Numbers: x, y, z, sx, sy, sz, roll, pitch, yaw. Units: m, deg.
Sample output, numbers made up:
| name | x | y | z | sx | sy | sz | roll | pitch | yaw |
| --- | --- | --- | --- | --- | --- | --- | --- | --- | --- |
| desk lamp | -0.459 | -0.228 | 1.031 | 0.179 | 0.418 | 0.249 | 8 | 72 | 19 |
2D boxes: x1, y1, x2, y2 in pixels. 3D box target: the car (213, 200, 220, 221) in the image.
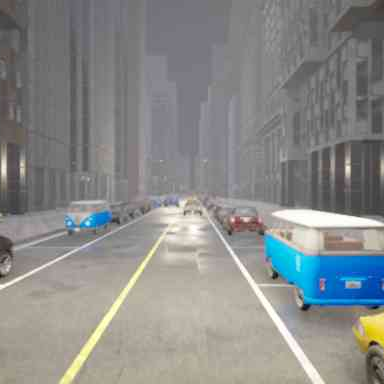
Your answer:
| name | x | y | z | sx | sy | sz | roll | pitch | yaw |
| --- | --- | --- | --- | --- | --- | --- | --- | --- | --- |
| car | 2.751 | 1.568 | 24.619 | 1.752 | 1.417 | 4.829 | 0 | 0 | 0 |

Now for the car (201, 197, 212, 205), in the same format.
| name | x | y | z | sx | sy | sz | roll | pitch | yaw |
| --- | --- | --- | --- | --- | --- | --- | --- | --- | --- |
| car | 2.738 | 1.678 | 63.903 | 1.947 | 1.339 | 4.313 | 0 | 0 | 0 |

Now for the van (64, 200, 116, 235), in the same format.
| name | x | y | z | sx | sy | sz | roll | pitch | yaw |
| --- | --- | --- | --- | --- | --- | --- | --- | --- | --- |
| van | -5.772 | 1.373 | 18.798 | 1.690 | 1.788 | 3.998 | 0 | 0 | 0 |

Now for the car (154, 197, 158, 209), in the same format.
| name | x | y | z | sx | sy | sz | roll | pitch | yaw |
| --- | --- | --- | --- | --- | --- | --- | --- | --- | --- |
| car | -5.779 | 1.616 | 41.345 | 1.887 | 1.381 | 4.507 | 0 | 0 | 0 |

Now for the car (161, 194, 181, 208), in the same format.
| name | x | y | z | sx | sy | sz | roll | pitch | yaw |
| --- | --- | --- | --- | --- | --- | --- | --- | --- | --- |
| car | -3.085 | 1.310 | 50.983 | 2.150 | 2.045 | 5.566 | 0 | 0 | 0 |

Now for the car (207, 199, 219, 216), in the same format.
| name | x | y | z | sx | sy | sz | roll | pitch | yaw |
| --- | --- | --- | --- | --- | --- | --- | --- | --- | --- |
| car | 2.749 | 1.603 | 30.085 | 2.008 | 1.369 | 4.403 | 0 | 0 | 0 |

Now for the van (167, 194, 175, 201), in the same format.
| name | x | y | z | sx | sy | sz | roll | pitch | yaw |
| --- | --- | --- | --- | --- | --- | --- | --- | --- | --- |
| van | -5.798 | 1.508 | 92.075 | 1.690 | 1.788 | 3.998 | 0 | 0 | 0 |

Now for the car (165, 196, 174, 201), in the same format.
| name | x | y | z | sx | sy | sz | roll | pitch | yaw |
| --- | --- | --- | --- | --- | --- | --- | --- | --- | --- |
| car | -5.795 | 1.705 | 86.437 | 2.008 | 1.369 | 4.403 | 0 | 0 | 0 |

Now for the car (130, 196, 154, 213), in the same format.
| name | x | y | z | sx | sy | sz | roll | pitch | yaw |
| --- | --- | --- | --- | --- | --- | --- | --- | --- | --- |
| car | -5.778 | 1.376 | 35.708 | 2.192 | 1.841 | 5.009 | 0 | 0 | 0 |

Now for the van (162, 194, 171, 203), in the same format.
| name | x | y | z | sx | sy | sz | roll | pitch | yaw |
| --- | --- | --- | --- | --- | --- | --- | --- | --- | --- |
| van | -5.792 | 1.473 | 75.165 | 1.690 | 1.788 | 3.998 | 0 | 0 | 0 |

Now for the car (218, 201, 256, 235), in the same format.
| name | x | y | z | sx | sy | sz | roll | pitch | yaw |
| --- | --- | --- | --- | --- | --- | --- | --- | --- | --- |
| car | 2.753 | 1.473 | 18.813 | 1.967 | 1.590 | 4.097 | 0 | 0 | 0 |

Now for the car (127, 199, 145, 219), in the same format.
| name | x | y | z | sx | sy | sz | roll | pitch | yaw |
| --- | --- | --- | --- | --- | --- | --- | --- | --- | --- |
| car | -5.775 | 1.617 | 30.071 | 1.947 | 1.339 | 4.313 | 0 | 0 | 0 |

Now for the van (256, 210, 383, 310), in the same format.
| name | x | y | z | sx | sy | sz | roll | pitch | yaw |
| --- | --- | --- | --- | --- | --- | --- | --- | --- | --- |
| van | 2.757 | 1.354 | 7.540 | 1.690 | 1.788 | 3.998 | 0 | 0 | 0 |

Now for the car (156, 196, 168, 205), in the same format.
| name | x | y | z | sx | sy | sz | roll | pitch | yaw |
| --- | --- | --- | --- | --- | --- | --- | --- | --- | --- |
| car | -5.788 | 1.551 | 63.892 | 1.967 | 1.590 | 4.097 | 0 | 0 | 0 |

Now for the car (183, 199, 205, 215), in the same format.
| name | x | y | z | sx | sy | sz | roll | pitch | yaw |
| --- | --- | --- | --- | --- | --- | --- | --- | --- | --- |
| car | 0.083 | 1.661 | 35.087 | 1.895 | 1.301 | 4.718 | 0 | 0 | 0 |

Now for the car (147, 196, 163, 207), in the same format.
| name | x | y | z | sx | sy | sz | roll | pitch | yaw |
| --- | --- | --- | --- | --- | --- | --- | --- | --- | --- |
| car | -5.784 | 1.531 | 52.618 | 1.967 | 1.590 | 4.097 | 0 | 0 | 0 |

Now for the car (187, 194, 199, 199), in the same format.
| name | x | y | z | sx | sy | sz | roll | pitch | yaw |
| --- | --- | --- | --- | --- | --- | --- | --- | --- | --- |
| car | -0.014 | 1.575 | 55.631 | 1.882 | 1.535 | 5.008 | 0 | 0 | 0 |

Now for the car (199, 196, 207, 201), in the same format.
| name | x | y | z | sx | sy | sz | roll | pitch | yaw |
| --- | --- | --- | --- | --- | --- | --- | --- | --- | --- |
| car | 2.730 | 1.721 | 86.447 | 1.947 | 1.339 | 4.313 | 0 | 0 | 0 |

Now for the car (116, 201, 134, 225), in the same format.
| name | x | y | z | sx | sy | sz | roll | pitch | yaw |
| --- | --- | --- | --- | --- | --- | --- | --- | --- | --- |
| car | -5.774 | 1.607 | 24.434 | 1.947 | 1.339 | 4.313 | 0 | 0 | 0 |

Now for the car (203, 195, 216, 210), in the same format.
| name | x | y | z | sx | sy | sz | roll | pitch | yaw |
| --- | --- | --- | --- | --- | --- | --- | --- | --- | --- |
| car | 2.745 | 1.512 | 41.357 | 1.967 | 1.590 | 4.097 | 0 | 0 | 0 |

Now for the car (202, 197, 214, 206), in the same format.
| name | x | y | z | sx | sy | sz | roll | pitch | yaw |
| --- | --- | --- | --- | --- | --- | --- | --- | --- | --- |
| car | 2.740 | 1.647 | 58.267 | 1.887 | 1.381 | 4.507 | 0 | 0 | 0 |

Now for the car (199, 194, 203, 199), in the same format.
| name | x | y | z | sx | sy | sz | roll | pitch | yaw |
| --- | --- | --- | --- | --- | --- | --- | --- | --- | --- |
| car | 2.741 | 1.407 | 52.631 | 2.192 | 1.841 | 5.009 | 0 | 0 | 0 |

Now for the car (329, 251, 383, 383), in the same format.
| name | x | y | z | sx | sy | sz | roll | pitch | yaw |
| --- | --- | --- | --- | --- | --- | --- | --- | --- | --- |
| car | 2.759 | 1.529 | 2.074 | 1.752 | 1.417 | 4.829 | 0 | 0 | 0 |

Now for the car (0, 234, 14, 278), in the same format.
| name | x | y | z | sx | sy | sz | roll | pitch | yaw |
| --- | --- | --- | --- | --- | --- | --- | --- | --- | --- |
| car | -5.768 | 1.578 | 7.524 | 1.947 | 1.339 | 4.313 | 0 | 0 | 0 |

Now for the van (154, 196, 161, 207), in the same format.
| name | x | y | z | sx | sy | sz | roll | pitch | yaw |
| --- | --- | --- | --- | --- | --- | --- | --- | --- | --- |
| van | -5.782 | 1.422 | 46.982 | 1.690 | 1.788 | 3.998 | 0 | 0 | 0 |
